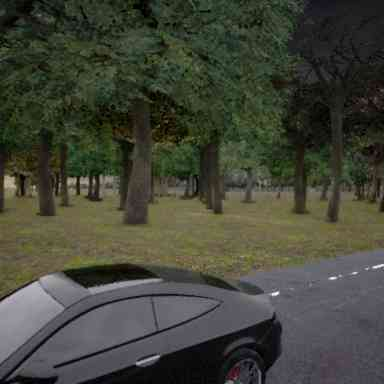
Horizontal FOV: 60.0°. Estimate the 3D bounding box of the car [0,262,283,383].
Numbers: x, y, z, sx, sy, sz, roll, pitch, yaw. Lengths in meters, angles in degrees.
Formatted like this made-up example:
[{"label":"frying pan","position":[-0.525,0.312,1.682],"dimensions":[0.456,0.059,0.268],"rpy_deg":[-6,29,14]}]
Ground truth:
[{"label":"car","position":[-1.074,1.525,3.225],"dimensions":[4.674,1.442,1.812],"rpy_deg":[0,0,-35]}]
